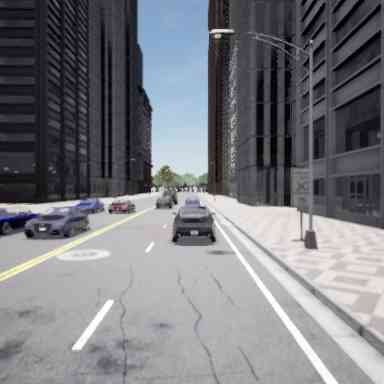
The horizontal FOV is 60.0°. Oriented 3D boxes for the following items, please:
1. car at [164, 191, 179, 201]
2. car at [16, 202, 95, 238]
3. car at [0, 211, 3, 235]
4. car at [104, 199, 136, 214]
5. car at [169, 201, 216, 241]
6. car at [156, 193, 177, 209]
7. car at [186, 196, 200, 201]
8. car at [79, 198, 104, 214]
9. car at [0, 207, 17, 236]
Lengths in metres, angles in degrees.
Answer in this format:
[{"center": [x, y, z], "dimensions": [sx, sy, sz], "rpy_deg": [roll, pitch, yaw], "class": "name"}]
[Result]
[{"center": [-3.277, 0.847, 50.399], "dimensions": [2.150, 2.045, 5.566], "rpy_deg": [0, 1, 0], "class": "car"}, {"center": [-6.604, 1.435, 16.684], "dimensions": [1.994, 1.385, 4.181], "rpy_deg": [0, 0, 0], "class": "car"}, {"center": [-6.603, 1.420, 7.356], "dimensions": [1.882, 1.535, 5.008], "rpy_deg": [0, 0, 0], "class": "car"}, {"center": [-6.592, 1.322, 31.602], "dimensions": [1.994, 1.385, 4.181], "rpy_deg": [0, 0, 0], "class": "car"}, {"center": [0.091, 1.381, 15.908], "dimensions": [1.837, 1.490, 4.892], "rpy_deg": [0, 0, 0], "class": "car"}, {"center": [-3.271, 1.189, 40.016], "dimensions": [2.128, 1.511, 4.902], "rpy_deg": [0, 0, 0], "class": "car"}, {"center": [0.079, 1.238, 41.012], "dimensions": [2.033, 1.411, 5.357], "rpy_deg": [0, 0, 0], "class": "car"}, {"center": [-9.840, 1.280, 32.378], "dimensions": [1.812, 1.442, 4.674], "rpy_deg": [0, 1, 0], "class": "car"}, {"center": [-9.850, 1.464, 17.635], "dimensions": [1.895, 1.301, 4.718], "rpy_deg": [0, 0, 0], "class": "car"}]
